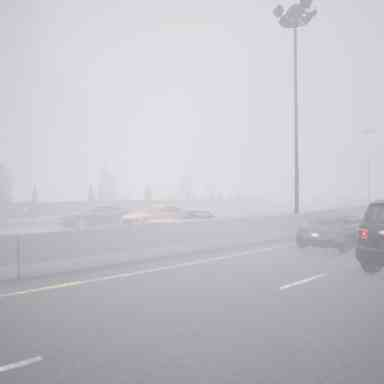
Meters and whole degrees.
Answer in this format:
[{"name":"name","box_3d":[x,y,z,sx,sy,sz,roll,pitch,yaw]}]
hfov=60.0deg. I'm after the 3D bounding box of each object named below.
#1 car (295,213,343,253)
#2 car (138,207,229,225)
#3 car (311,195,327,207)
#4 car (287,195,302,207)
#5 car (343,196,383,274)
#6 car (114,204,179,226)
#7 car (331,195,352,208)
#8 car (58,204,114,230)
[{"name":"car","box_3d":[6.066,1.567,13.769,4.181,1.385,1.994,0,0,-43]},{"name":"car","box_3d":[-0.225,1.641,17.643,4.718,1.301,1.895,0,0,-43]},{"name":"car","box_3d":[21.281,1.681,56.269,2.128,1.511,4.902,-1,0,20]},{"name":"car","box_3d":[17.370,1.700,55.795,2.128,1.511,4.902,0,-1,21]},{"name":"car","box_3d":[6.685,1.210,9.509,5.566,2.045,2.150,0,0,-42]},{"name":"car","box_3d":[-2.012,1.535,20.794,5.008,1.535,1.882,0,0,-44]},{"name":"car","box_3d":[23.184,1.631,51.511,2.128,1.511,4.902,0,0,22]},{"name":"car","box_3d":[-6.184,1.580,21.735,4.892,1.490,1.837,0,0,-42]}]
